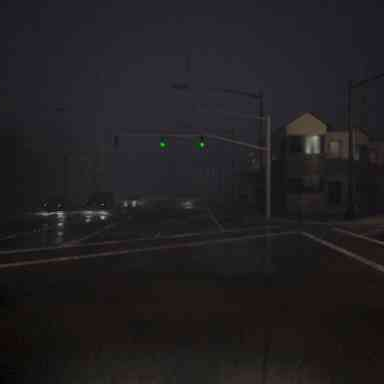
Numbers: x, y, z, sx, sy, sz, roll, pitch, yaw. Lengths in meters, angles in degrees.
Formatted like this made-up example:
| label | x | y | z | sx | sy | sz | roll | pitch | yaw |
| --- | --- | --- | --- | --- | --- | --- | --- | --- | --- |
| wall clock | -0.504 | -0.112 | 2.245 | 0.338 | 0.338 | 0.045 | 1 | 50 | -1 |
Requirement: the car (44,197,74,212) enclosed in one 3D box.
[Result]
| label | x | y | z | sx | sy | sz | roll | pitch | yaw |
| --- | --- | --- | --- | --- | --- | --- | --- | --- | --- |
| car | -14.086 | 1.249 | 35.568 | 1.812 | 1.442 | 4.674 | 0 | 1 | 0 |

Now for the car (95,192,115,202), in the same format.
| label | x | y | z | sx | sy | sz | roll | pitch | yaw |
| --- | --- | --- | --- | --- | --- | --- | --- | --- | --- |
| car | -14.045 | 0.737 | 53.696 | 1.882 | 1.535 | 5.008 | 0 | 1 | 0 |

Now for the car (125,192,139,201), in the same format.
| label | x | y | z | sx | sy | sz | roll | pitch | yaw |
| --- | --- | --- | --- | --- | --- | --- | --- | --- | --- |
| car | -10.502 | 0.721 | 58.252 | 1.812 | 1.442 | 4.674 | 0 | 0 | 0 |

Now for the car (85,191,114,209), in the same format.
| label | x | y | z | sx | sy | sz | roll | pitch | yaw |
| --- | --- | --- | --- | --- | --- | --- | --- | --- | --- |
| car | -10.580 | 0.870 | 38.679 | 2.150 | 2.045 | 5.566 | 0 | 1 | 0 |
